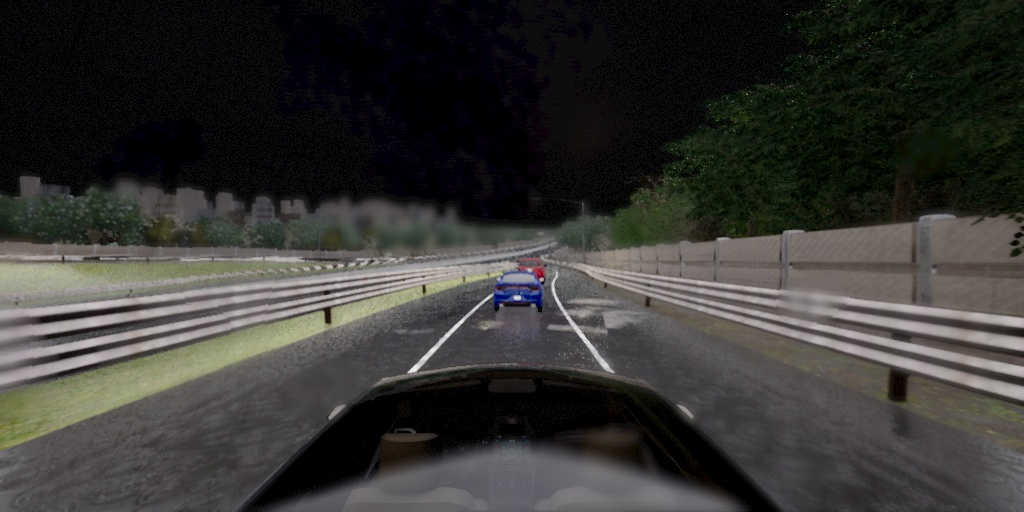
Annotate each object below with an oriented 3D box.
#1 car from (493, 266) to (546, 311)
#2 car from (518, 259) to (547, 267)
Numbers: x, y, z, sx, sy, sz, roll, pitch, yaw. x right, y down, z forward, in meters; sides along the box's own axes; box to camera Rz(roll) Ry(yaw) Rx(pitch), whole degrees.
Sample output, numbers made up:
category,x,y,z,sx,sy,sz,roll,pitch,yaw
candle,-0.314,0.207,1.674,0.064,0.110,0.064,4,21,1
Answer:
category,x,y,z,sx,sy,sz,roll,pitch,yaw
car,0.343,1.366,15.381,1.882,1.535,5.008,0,0,4
car,1.635,1.255,29.769,2.150,2.045,5.566,0,0,7
